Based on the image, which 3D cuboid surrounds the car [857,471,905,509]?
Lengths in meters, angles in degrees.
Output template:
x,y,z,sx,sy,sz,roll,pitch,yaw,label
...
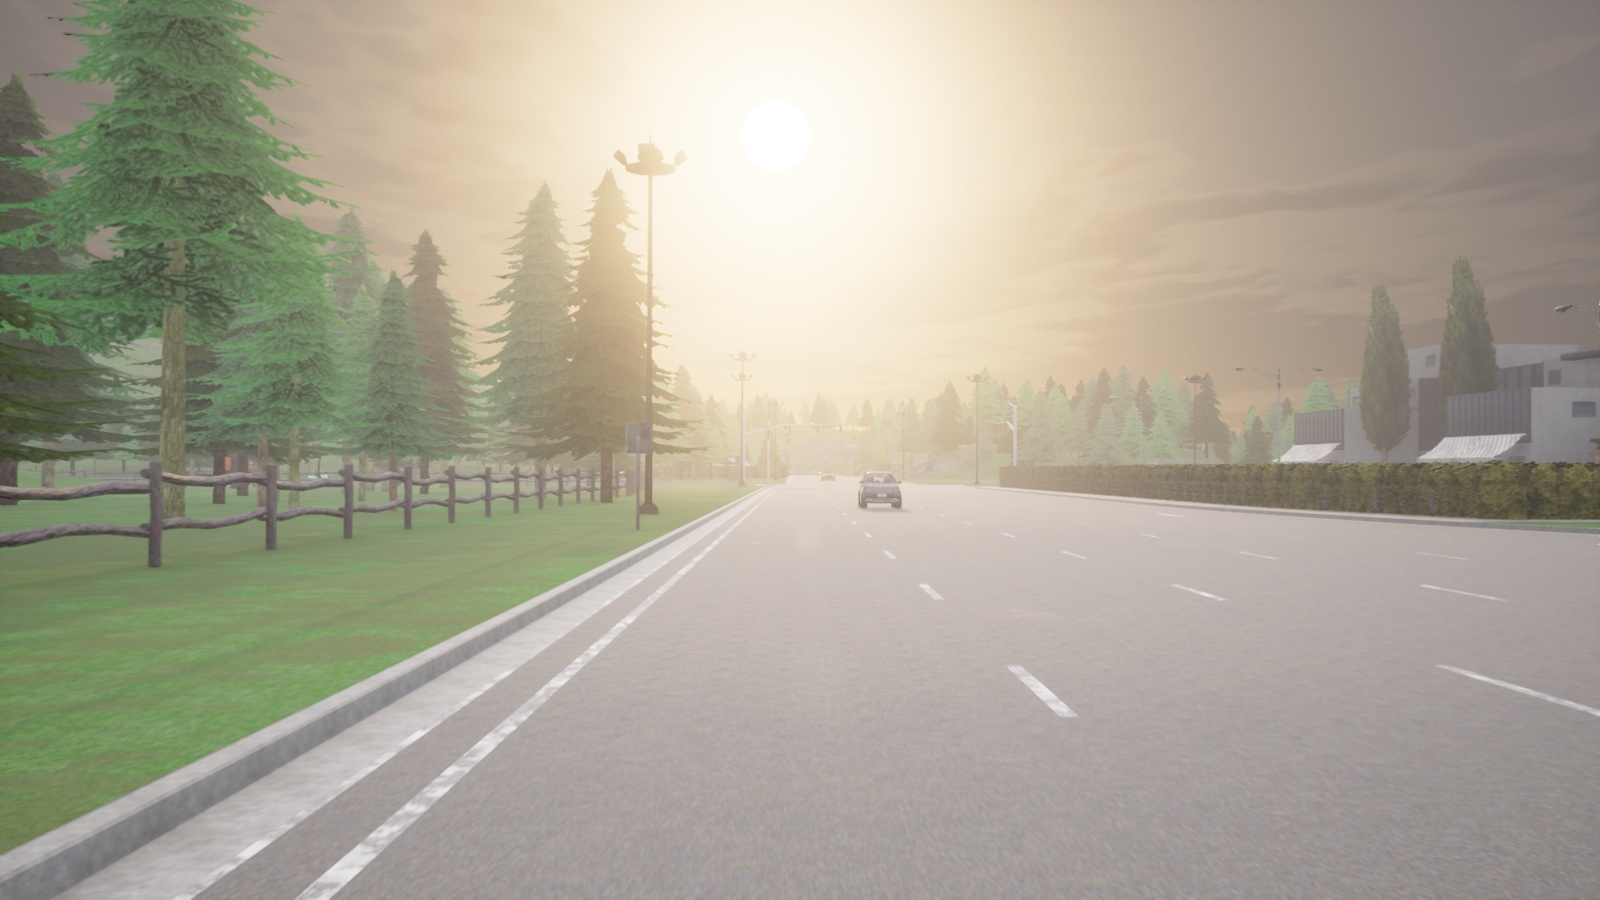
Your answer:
x,y,z,sx,sy,sz,roll,pitch,yaw,label
3.377,1.666,52.940,1.789,1.549,3.705,0,-1,0,car
